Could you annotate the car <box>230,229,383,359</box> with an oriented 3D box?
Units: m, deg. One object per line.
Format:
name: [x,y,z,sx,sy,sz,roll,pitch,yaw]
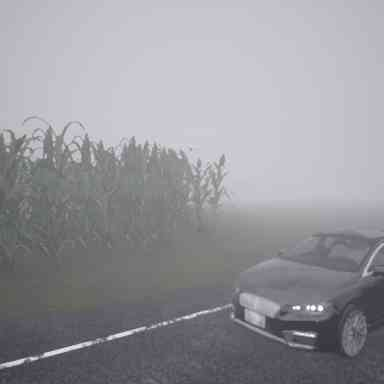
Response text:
car: [2.861,1.491,6.062,4.902,1.511,2.128,0,0,-36]
